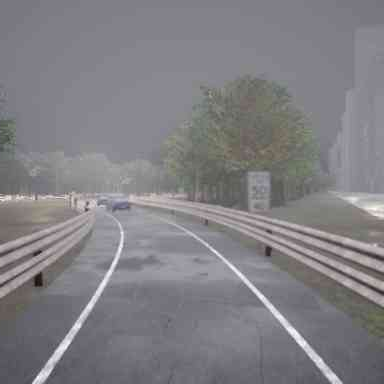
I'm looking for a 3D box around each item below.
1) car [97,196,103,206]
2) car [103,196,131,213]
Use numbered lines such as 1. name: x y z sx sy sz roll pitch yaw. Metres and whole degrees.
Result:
1. car: -12.514 1.263 47.495 1.812 1.442 4.674 -1 1 -16
2. car: -7.937 1.339 35.826 1.882 1.535 5.008 -1 1 -24
